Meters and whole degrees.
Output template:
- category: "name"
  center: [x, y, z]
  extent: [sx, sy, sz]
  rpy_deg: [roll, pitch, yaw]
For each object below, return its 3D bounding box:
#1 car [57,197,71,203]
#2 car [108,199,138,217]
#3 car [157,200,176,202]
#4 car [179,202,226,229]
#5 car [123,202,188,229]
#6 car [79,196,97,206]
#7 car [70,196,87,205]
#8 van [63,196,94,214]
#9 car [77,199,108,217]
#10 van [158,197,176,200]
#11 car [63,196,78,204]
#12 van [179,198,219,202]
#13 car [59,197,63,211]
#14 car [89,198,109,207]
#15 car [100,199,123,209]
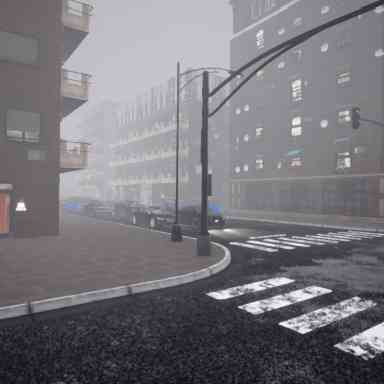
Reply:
- category: "car"
  center: [-27.821, 1.727, 72.066]
  extent: [1.887, 1.381, 4.507]
  rpy_deg: [1, -1, -35]
- category: "car"
  center: [-5.546, 1.528, 30.359]
  extent: [2.128, 1.511, 4.902]
  rpy_deg: [1, -1, -35]
- category: "car"
  center: [-2.264, 1.671, 30.640]
  extent: [1.895, 1.301, 4.718]
  rpy_deg: [1, -1, -35]
- category: "car"
  center: [0.358, 1.581, 21.823]
  extent: [1.994, 1.385, 4.181]
  rpy_deg: [1, -1, -35]
- category: "car"
  center: [-2.470, 1.540, 21.579]
  extent: [2.008, 1.369, 4.403]
  rpy_deg: [1, -1, -35]
- category: "car"
  center: [-18.271, 1.597, 58.266]
  extent: [1.967, 1.590, 4.097]
  rpy_deg: [1, -1, -35]
- category: "car"
  center: [-21.454, 1.606, 62.866]
  extent: [1.967, 1.590, 4.097]
  rpy_deg: [1, -1, -35]
- category: "van"
  center: [-12.018, 1.361, 35.381]
  extent: [1.690, 1.788, 3.998]
  rpy_deg: [1, -1, -35]
- category: "car"
  center: [-8.837, 1.592, 30.779]
  extent: [1.802, 1.307, 4.206]
  rpy_deg: [1, -1, -35]
- category: "van"
  center: [-2.355, 1.450, 35.264]
  extent: [1.690, 1.788, 3.998]
  rpy_deg: [1, -1, -35]
- category: "car"
  center: [-24.637, 1.614, 67.467]
  extent: [1.967, 1.590, 4.097]
  rpy_deg: [1, -1, -35]
- category: "van"
  center: [0.828, 1.439, 30.664]
  extent: [1.690, 1.788, 3.998]
  rpy_deg: [1, -1, -35]
- category: "car"
  center: [-15.203, 1.581, 39.980]
  extent: [2.008, 1.369, 4.403]
  rpy_deg: [1, -1, -35]
- category: "car"
  center: [-15.089, 1.730, 53.664]
  extent: [1.802, 1.307, 4.206]
  rpy_deg: [1, -1, -35]
- category: "car"
  center: [-11.906, 1.683, 49.064]
  extent: [1.887, 1.381, 4.507]
  rpy_deg: [1, -1, -35]
